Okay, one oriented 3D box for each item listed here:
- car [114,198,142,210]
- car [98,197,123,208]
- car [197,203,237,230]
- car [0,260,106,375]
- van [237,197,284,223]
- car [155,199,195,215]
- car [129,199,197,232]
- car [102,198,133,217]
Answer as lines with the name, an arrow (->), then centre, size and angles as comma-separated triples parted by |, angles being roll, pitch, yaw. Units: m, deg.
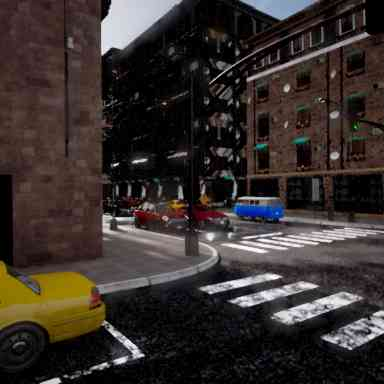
car -> -8.395, 1.462, 43.258 | 1.887, 1.381, 4.507 | -1, 0, -36
car -> -11.725, 1.461, 47.837 | 1.887, 1.381, 4.507 | -1, 0, -36
car -> 0.437, 1.507, 21.274 | 1.812, 1.442, 4.674 | -1, 0, -34
car -> -3.554, 1.525, 4.029 | 4.829, 1.417, 1.752 | 0, 0, -36
van -> 4.925, 1.279, 24.944 | 1.690, 1.788, 3.998 | 0, 0, -36
car -> -1.835, 1.448, 34.239 | 1.752, 1.417, 4.829 | 0, 0, -36
car -> -1.863, 1.440, 20.030 | 1.967, 1.590, 4.097 | 0, 0, -36
car -> -7.048, 1.468, 31.564 | 1.837, 1.490, 4.892 | -1, 1, -36
